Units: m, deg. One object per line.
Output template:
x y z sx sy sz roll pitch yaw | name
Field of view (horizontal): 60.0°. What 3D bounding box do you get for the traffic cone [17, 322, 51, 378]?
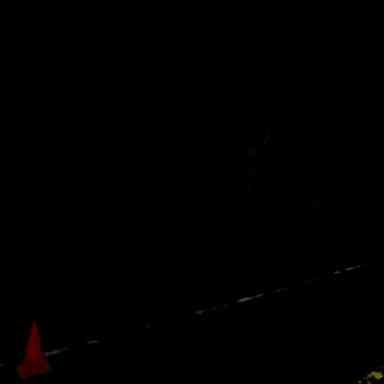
-2.022 1.966 4.256 0.340 0.580 0.340 0 0 -36 | traffic cone
